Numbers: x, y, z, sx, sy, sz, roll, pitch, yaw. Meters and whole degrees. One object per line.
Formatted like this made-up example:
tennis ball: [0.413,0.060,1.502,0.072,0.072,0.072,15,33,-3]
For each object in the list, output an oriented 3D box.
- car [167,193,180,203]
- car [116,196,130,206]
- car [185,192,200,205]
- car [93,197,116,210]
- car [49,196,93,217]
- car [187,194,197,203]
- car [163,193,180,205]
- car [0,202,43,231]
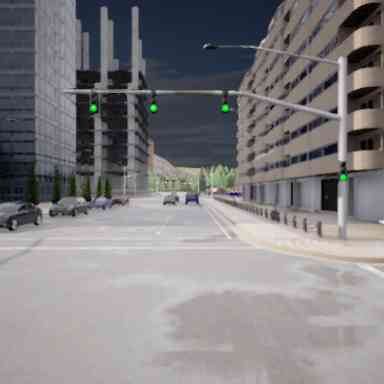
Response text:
car: [-3.483,1.038,63.379,2.097,1.767,4.553,0,0,0]
car: [-10.519,1.297,49.361,2.033,1.411,5.357,0,0,1]
car: [0.014,0.953,52.726,2.150,2.045,5.566,0,0,0]
car: [-10.576,1.322,38.748,1.812,1.442,4.674,0,0,0]
car: [-10.585,1.191,28.912,2.097,1.767,4.553,0,0,0]
car: [0.017,1.162,63.461,1.882,1.535,5.008,0,0,0]
car: [-3.379,1.289,50.743,2.033,1.411,5.357,0,0,0]
car: [-10.605,1.384,19.720,1.837,1.490,4.892,0,0,1]
